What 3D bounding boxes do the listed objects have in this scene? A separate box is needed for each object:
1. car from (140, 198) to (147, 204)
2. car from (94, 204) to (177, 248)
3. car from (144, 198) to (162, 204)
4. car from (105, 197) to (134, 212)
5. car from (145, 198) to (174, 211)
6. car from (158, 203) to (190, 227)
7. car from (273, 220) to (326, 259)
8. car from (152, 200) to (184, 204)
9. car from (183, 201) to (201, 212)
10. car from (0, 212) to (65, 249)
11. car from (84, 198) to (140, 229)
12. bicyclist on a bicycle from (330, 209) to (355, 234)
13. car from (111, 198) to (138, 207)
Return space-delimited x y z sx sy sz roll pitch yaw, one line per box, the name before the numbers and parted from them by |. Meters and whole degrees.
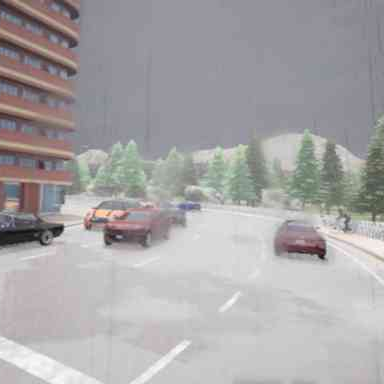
car | -5.535 1.579 30.847 1.837 1.490 4.892 3 -1 -13
car | -2.340 1.523 15.368 1.882 1.535 5.008 2 -1 11
car | -6.072 1.531 42.573 2.097 1.767 4.553 3 -1 -29
car | -8.948 1.523 40.622 2.128 1.511 4.902 3 -1 -28
car | -4.691 1.781 47.183 2.128 1.511 4.902 3 -1 -33
car | -1.387 1.749 24.307 1.994 1.385 4.181 3 -1 -1
car | 4.627 1.906 14.569 1.994 1.385 4.181 2 -1 14
car | -2.436 1.836 33.116 1.895 1.301 4.718 3 -1 -14
car | -0.583 1.947 47.156 1.882 1.535 5.008 3 0 -30
car | -6.942 1.409 12.119 1.895 1.301 4.718 2 -1 19
car | -5.026 1.339 20.822 2.097 1.767 4.553 2 -1 4
bicyclist on a bicycle | 9.818 1.947 21.666 1.656 1.620 0.582 2 -1 3
car | -11.257 1.691 55.219 4.718 1.301 1.895 2 -1 40
